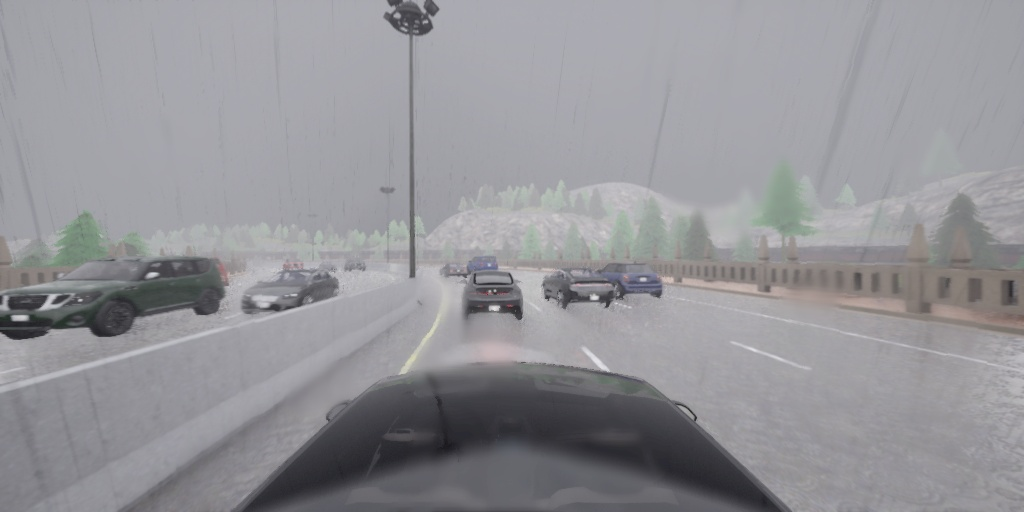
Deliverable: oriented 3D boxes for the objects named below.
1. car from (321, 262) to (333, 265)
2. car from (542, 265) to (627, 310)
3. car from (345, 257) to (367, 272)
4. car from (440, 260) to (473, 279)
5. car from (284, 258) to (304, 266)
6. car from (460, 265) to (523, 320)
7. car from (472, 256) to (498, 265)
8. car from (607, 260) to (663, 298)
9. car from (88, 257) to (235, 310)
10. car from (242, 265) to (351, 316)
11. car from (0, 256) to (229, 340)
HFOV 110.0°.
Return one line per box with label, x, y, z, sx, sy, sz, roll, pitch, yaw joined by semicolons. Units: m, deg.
car;-26.467;1.553;51.422;2.033;1.411;5.357;-1;0;-33
car;2.503;1.221;14.649;2.128;1.511;4.902;0;0;-8
car;-22.711;1.187;52.008;2.150;2.045;5.566;0;0;-33
car;-5.421;1.331;33.234;2.033;1.411;5.357;0;0;-19
car;-33.509;1.323;54.963;2.150;2.045;5.566;0;0;-39
car;-0.744;1.252;12.663;1.837;1.490;4.892;0;0;-6
car;-3.097;0.991;36.993;2.150;2.045;5.566;0;0;-21
car;5.519;1.064;18.019;2.097;1.767;4.553;0;0;-9
car;-15.645;1.054;16.616;2.150;2.045;5.566;0;0;-11
car;-8.133;1.279;13.694;2.128;1.511;4.902;0;0;-8
car;-11.213;1.023;10.687;2.150;2.045;5.566;0;0;-7
